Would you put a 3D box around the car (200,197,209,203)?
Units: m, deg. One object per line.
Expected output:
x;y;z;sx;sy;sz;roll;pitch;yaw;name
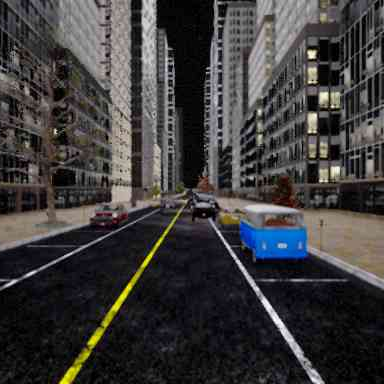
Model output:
2.727;1.820;74.380;1.802;1.307;4.206;0;0;0;car

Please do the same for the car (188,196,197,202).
0.043;1.630;78.873;2.033;1.411;5.357;0;0;0;car

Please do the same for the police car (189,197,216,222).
0.915;1.519;27.842;1.930;1.638;5.238;0;0;0;police car

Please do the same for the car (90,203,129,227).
-5.682;1.519;23.172;1.967;1.590;4.097;0;0;0;car

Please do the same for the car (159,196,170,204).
-5.657;1.663;68.708;1.967;1.590;4.097;0;0;0;car

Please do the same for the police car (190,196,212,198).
0.921;1.551;37.842;1.930;1.638;5.238;0;0;0;police car

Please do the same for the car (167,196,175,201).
-5.644;1.852;91.474;1.947;1.339;4.313;0;0;0;car

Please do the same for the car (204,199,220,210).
2.712;1.717;45.919;1.947;1.339;4.313;0;0;0;car

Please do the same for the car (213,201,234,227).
2.699;1.604;23.322;1.752;1.417;4.829;0;0;0;car

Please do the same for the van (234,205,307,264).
2.692;1.381;11.768;1.690;1.788;3.998;0;0;0;van

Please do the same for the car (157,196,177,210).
-3.063;1.639;44.482;2.128;1.511;4.902;0;0;0;car

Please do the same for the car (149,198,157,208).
-5.666;1.695;51.461;1.752;1.417;4.829;0;0;0;car

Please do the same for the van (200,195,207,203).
2.730;1.595;80.073;1.690;1.788;3.998;0;0;0;van

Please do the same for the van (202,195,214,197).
2.713;1.510;51.612;1.690;1.788;3.998;0;0;0;van

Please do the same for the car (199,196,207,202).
2.734;1.815;85.765;1.887;1.381;4.507;0;0;0;car

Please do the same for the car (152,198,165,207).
-5.663;1.770;57.323;1.802;1.307;4.206;0;0;0;car

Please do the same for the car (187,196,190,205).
0.718;1.651;43.795;1.837;1.490;4.892;0;0;4;car
